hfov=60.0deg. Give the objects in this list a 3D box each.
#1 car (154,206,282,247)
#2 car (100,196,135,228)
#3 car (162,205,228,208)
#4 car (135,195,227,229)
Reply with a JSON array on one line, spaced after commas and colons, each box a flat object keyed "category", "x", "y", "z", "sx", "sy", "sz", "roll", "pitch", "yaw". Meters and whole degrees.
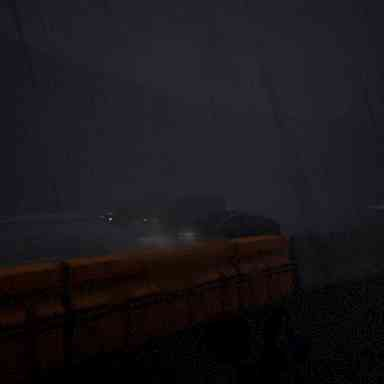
[{"category": "car", "x": 1.306, "y": 1.493, "z": 12.972, "sx": 4.902, "sy": 1.511, "sz": 2.128, "roll": 0, "pitch": 0, "yaw": -31}, {"category": "car", "x": -3.312, "y": 1.221, "z": 22.479, "sx": 5.566, "sy": 2.045, "sz": 2.150, "roll": 0, "pitch": 0, "yaw": -31}, {"category": "car", "x": 0.919, "y": 1.565, "z": 16.823, "sx": 4.181, "sy": 1.385, "sz": 1.994, "roll": 0, "pitch": 0, "yaw": -31}, {"category": "car", "x": -0.271, "y": 1.222, "z": 20.235, "sx": 5.566, "sy": 2.045, "sz": 2.150, "roll": 0, "pitch": 0, "yaw": -31}]
